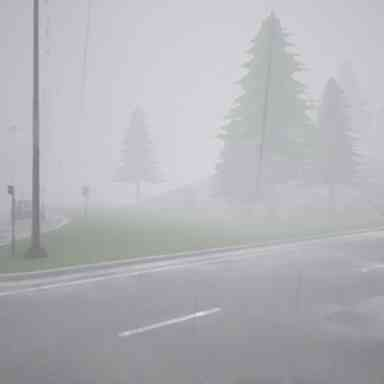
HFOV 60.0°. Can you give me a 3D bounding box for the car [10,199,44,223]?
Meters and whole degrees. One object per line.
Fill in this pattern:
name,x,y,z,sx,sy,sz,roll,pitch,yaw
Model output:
car,-12.815,1.353,26.050,2.097,1.767,4.553,0,0,-22
